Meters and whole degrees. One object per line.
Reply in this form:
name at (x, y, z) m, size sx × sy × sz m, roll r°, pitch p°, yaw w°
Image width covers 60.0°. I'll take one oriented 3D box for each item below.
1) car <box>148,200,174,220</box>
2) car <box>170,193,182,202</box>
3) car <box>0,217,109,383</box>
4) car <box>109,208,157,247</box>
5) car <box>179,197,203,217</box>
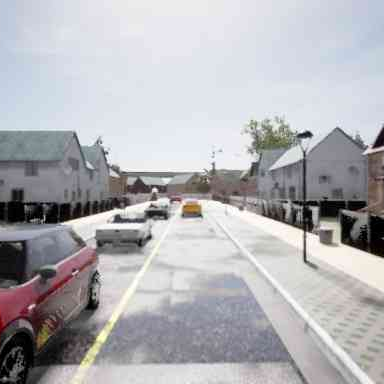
car at (-2.886, 1.593, 28.576) m, size 1.895 × 1.301 × 4.718 m, roll 0°, pitch 0°, yaw 0°
car at (-3.040, 1.182, 64.204) m, size 2.150 × 2.045 × 5.566 m, roll 0°, pitch 0°, yaw -1°
car at (-2.863, 1.356, 4.800) m, size 2.097 × 1.767 × 4.553 m, roll 0°, pitch 0°, yaw 0°
car at (-2.904, 1.601, 15.107) m, size 1.895 × 1.301 × 4.718 m, roll 0°, pitch 0°, yaw 0°
car at (-0.022, 1.463, 31.647) m, size 1.882 × 1.535 × 5.008 m, roll 0°, pitch 0°, yaw 0°
